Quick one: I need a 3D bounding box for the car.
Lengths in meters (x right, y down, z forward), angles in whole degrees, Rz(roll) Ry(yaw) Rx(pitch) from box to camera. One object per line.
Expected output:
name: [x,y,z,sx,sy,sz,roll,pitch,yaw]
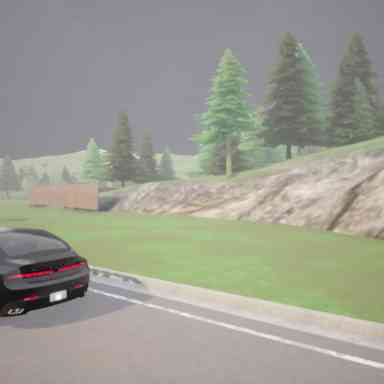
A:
car: [-4.151,1.511,7.133,4.892,1.490,1.837,0,0,39]
